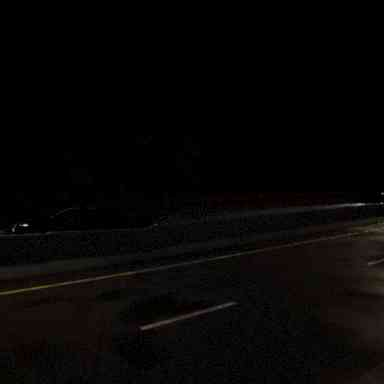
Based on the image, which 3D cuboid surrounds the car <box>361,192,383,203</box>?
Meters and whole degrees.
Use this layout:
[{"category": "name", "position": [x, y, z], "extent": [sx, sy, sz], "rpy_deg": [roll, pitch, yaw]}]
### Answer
[{"category": "car", "position": [23.459, 0.711, 42.169], "extent": [4.718, 1.301, 1.895], "rpy_deg": [-2, 1, -35]}]

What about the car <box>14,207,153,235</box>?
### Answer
[{"category": "car", "position": [-4.167, 1.508, 13.917], "extent": [5.357, 1.411, 2.033], "rpy_deg": [-1, 1, -35]}]

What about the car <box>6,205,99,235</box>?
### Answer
[{"category": "car", "position": [-8.170, 1.561, 19.658], "extent": [4.718, 1.301, 1.895], "rpy_deg": [-1, 1, -35]}]

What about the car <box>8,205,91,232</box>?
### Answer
[{"category": "car", "position": [-6.220, 1.453, 16.749], "extent": [4.902, 1.511, 2.128], "rpy_deg": [-1, 1, -35]}]
